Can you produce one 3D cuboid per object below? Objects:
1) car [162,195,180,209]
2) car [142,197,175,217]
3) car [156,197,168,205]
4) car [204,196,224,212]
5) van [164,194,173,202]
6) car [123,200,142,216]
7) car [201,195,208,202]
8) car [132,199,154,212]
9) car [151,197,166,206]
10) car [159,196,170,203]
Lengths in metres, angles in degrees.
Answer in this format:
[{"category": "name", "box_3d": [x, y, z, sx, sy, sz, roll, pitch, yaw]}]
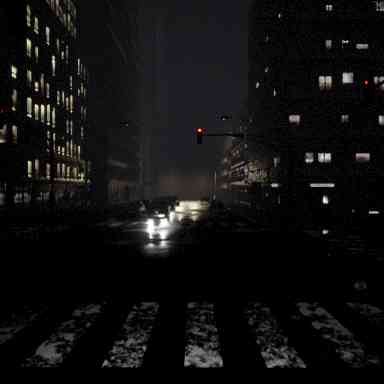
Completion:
[{"category": "car", "box_3d": [-2.980, 1.479, 40.440, 2.128, 1.511, 4.902, 0, 0, 0]}, {"category": "car", "box_3d": [-3.013, 1.481, 30.955, 2.128, 1.511, 4.902, 0, 0, 0]}, {"category": "car", "box_3d": [-5.528, 1.564, 61.248, 1.802, 1.307, 4.206, -1, 0, 0]}, {"category": "car", "box_3d": [2.786, 1.539, 38.606, 2.008, 1.369, 4.403, -1, 0, 0]}, {"category": "van", "box_3d": [-5.483, 1.320, 78.213, 1.690, 1.788, 3.998, -1, 0, 0]}, {"category": "car", "box_3d": [-5.611, 1.515, 32.806, 1.752, 1.417, 4.829, -1, 0, 0]}, {"category": "car", "box_3d": [2.882, 1.420, 72.534, 1.967, 1.590, 4.097, -1, 0, 0]}, {"category": "car", "box_3d": [-5.594, 1.554, 38.630, 1.947, 1.339, 4.313, -1, 0, 0]}, {"category": "car", "box_3d": [-5.545, 1.529, 55.594, 1.887, 1.381, 4.507, -1, 0, 0]}, {"category": "car", "box_3d": [-5.513, 1.526, 66.903, 1.887, 1.381, 4.507, -1, 0, 0]}]
